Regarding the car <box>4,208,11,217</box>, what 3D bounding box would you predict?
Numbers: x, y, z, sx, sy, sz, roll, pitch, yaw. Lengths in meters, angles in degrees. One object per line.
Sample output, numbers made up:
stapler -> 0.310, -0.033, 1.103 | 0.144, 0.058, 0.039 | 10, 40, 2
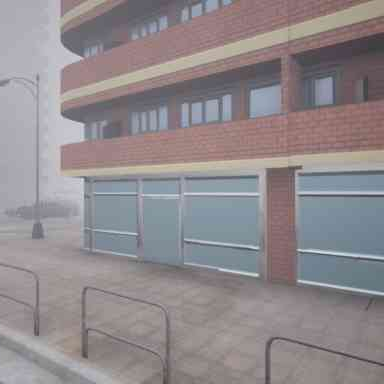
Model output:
car -> -14.169, 1.601, 29.949 | 1.895, 1.301, 4.718 | 0, 0, 36

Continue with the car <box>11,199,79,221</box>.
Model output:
car -> -11.646, 1.504, 27.150 | 1.837, 1.490, 4.892 | 0, 0, 36

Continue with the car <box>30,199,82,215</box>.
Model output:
car -> -14.453, 1.505, 35.485 | 1.837, 1.490, 4.892 | 0, 0, 36
